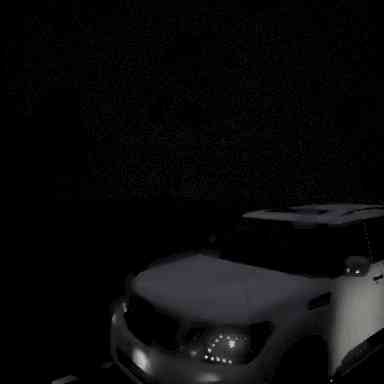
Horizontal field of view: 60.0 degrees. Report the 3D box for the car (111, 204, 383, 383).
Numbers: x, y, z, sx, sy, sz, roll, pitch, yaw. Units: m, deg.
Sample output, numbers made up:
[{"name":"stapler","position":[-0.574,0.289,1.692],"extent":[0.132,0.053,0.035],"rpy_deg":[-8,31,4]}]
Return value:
[{"name":"car","position":[1.665,1.238,4.882],"extent":[5.566,2.045,2.150],"rpy_deg":[0,0,-39]}]
